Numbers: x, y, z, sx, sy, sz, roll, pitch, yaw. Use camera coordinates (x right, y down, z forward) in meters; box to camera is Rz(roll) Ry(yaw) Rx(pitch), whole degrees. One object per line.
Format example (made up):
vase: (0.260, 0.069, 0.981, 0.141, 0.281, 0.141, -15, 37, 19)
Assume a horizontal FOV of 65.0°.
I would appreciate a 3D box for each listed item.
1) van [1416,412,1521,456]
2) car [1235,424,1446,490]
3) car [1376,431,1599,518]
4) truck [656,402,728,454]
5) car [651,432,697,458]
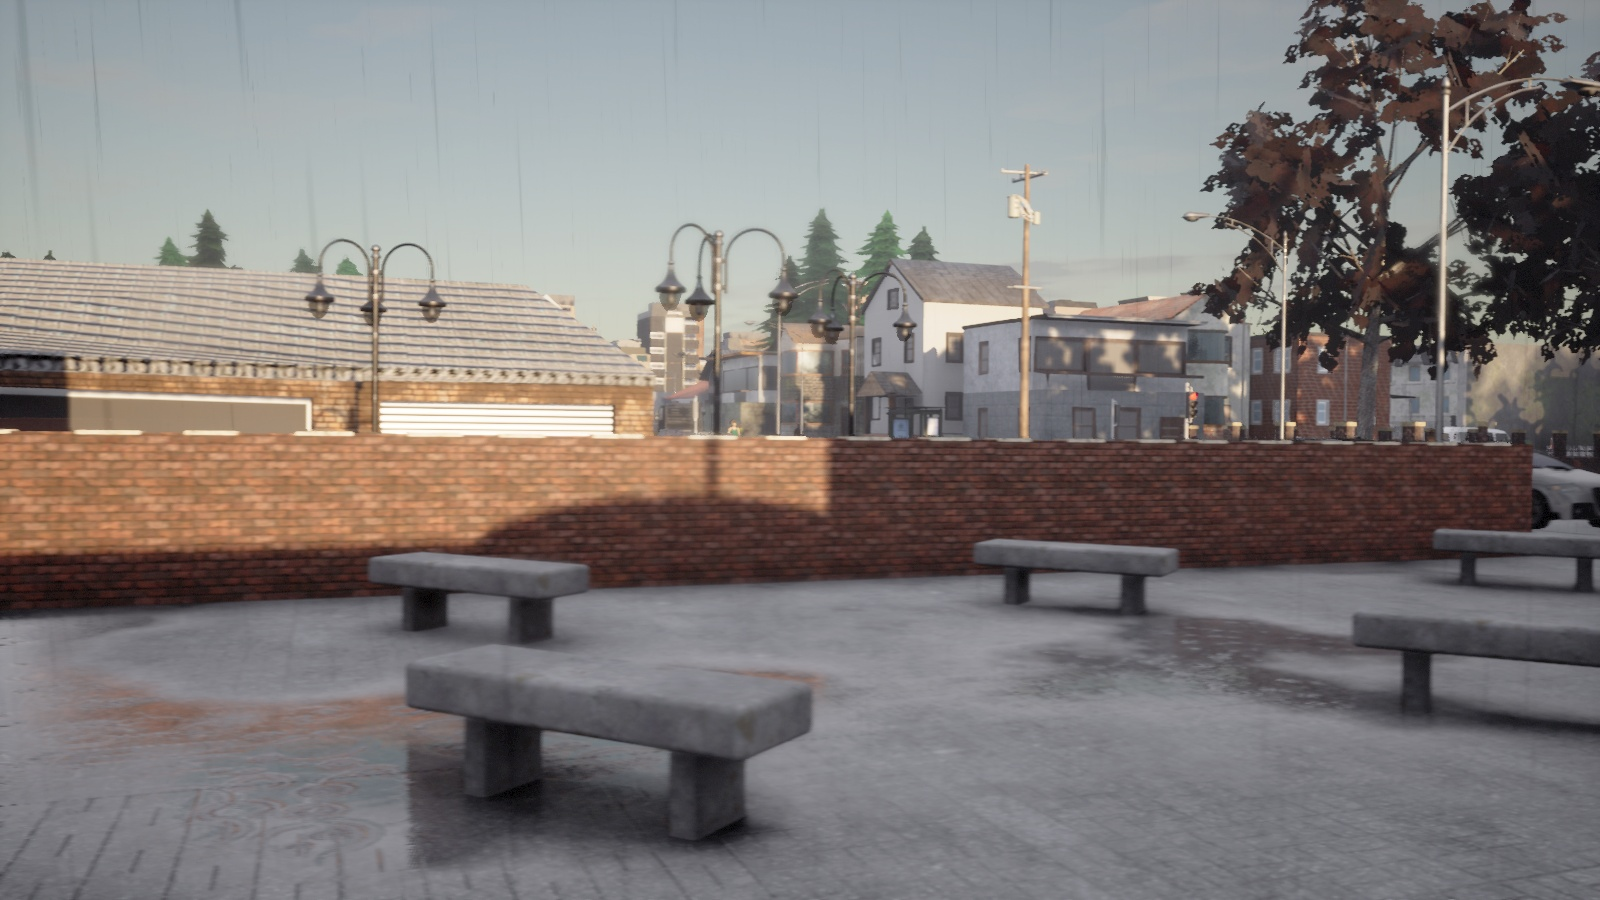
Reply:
van: (31.948, -0.767, 60.017, 4.480, 2.038, 2.069, -1, 1, -23)
car: (13.553, 0.127, 31.881, 1.882, 1.535, 5.008, -1, 1, -23)
car: (12.744, 0.371, 22.545, 1.994, 1.385, 4.181, -1, 1, -20)
truck: (-7.639, -1.509, 87.467, 2.891, 3.462, 7.936, -1, 1, -21)
car: (-7.695, -0.335, 76.393, 1.845, 1.501, 3.633, -1, 1, -21)
